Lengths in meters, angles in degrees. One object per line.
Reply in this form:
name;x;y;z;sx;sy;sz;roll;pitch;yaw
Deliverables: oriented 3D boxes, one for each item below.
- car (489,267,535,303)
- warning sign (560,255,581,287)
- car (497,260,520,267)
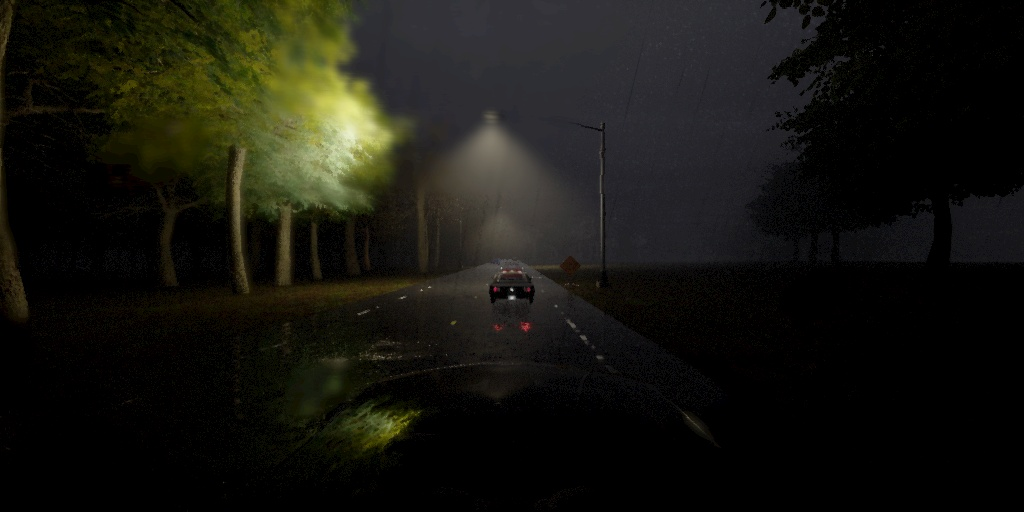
car;0.000;1.372;16.530;1.895;1.301;4.718;0;0;0
warning sign;3.550;0.872;21.673;1.300;1.860;1.060;0;0;0
car;0.000;1.325;31.503;2.033;1.411;5.357;0;0;0
